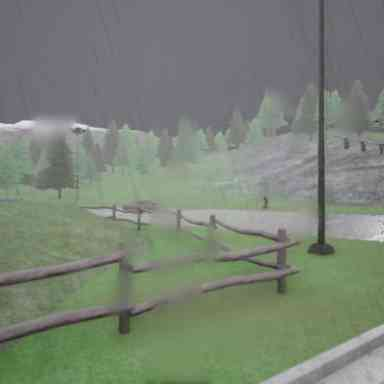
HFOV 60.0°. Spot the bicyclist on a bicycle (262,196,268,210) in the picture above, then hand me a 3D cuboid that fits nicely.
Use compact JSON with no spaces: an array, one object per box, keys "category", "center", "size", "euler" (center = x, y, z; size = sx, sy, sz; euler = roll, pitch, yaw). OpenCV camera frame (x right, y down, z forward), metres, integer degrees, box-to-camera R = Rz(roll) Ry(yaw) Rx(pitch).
[{"category":"bicyclist on a bicycle","center":[8.778,1.298,39.843],"size":[0.582,1.620,1.656],"euler":[0,0,34]}]

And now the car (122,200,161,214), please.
[{"category":"car","center":[-5.307,1.562,34.979],"size":[4.181,1.385,1.994],"euler":[0,0,26]}]

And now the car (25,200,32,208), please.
[{"category":"car","center":[-25.096,1.547,46.322],"size":[5.357,1.411,2.033],"euler":[0,0,0]}]

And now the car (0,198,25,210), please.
[{"category":"car","center":[-24.611,1.600,42.825],"size":[4.718,1.301,1.895],"euler":[0,0,1]}]
